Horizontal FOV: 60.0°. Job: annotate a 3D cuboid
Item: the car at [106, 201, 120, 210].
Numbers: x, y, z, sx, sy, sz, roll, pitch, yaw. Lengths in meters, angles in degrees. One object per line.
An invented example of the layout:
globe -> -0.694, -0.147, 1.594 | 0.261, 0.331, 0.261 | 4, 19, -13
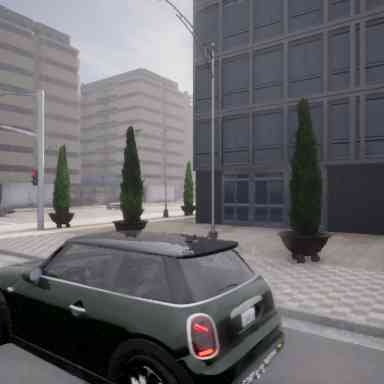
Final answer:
car -> -9.001, 1.581, 43.177 | 1.812, 1.442, 4.674 | 0, 0, 35

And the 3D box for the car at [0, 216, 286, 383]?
car -> -1.122, 1.352, 4.793 | 4.553, 1.767, 2.097 | 0, 0, 36

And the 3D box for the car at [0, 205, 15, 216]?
car -> -18.690, 1.603, 29.471 | 2.033, 1.411, 5.357 | 0, 0, 35
